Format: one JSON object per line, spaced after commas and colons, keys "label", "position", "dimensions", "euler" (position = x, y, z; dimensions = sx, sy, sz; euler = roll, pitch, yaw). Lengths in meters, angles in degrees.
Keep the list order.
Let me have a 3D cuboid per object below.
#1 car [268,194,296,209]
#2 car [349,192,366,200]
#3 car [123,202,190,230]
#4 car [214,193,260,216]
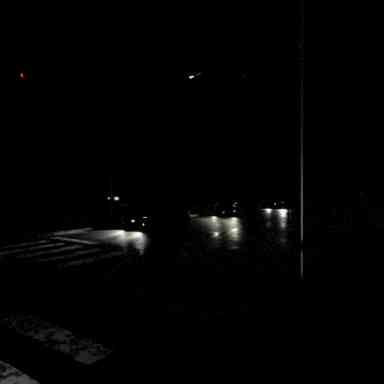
{"label": "car", "position": [9.648, 0.898, 34.941], "dimensions": [1.837, 1.490, 4.892], "euler": [0, 1, 36]}
{"label": "car", "position": [26.021, 0.604, 52.322], "dimensions": [1.994, 1.385, 4.181], "euler": [0, 1, 35]}
{"label": "car", "position": [-1.905, 1.285, 18.825], "dimensions": [1.994, 1.385, 4.181], "euler": [0, 1, 35]}
{"label": "car", "position": [3.649, 0.913, 26.584], "dimensions": [2.097, 1.767, 4.553], "euler": [0, 1, 36]}
